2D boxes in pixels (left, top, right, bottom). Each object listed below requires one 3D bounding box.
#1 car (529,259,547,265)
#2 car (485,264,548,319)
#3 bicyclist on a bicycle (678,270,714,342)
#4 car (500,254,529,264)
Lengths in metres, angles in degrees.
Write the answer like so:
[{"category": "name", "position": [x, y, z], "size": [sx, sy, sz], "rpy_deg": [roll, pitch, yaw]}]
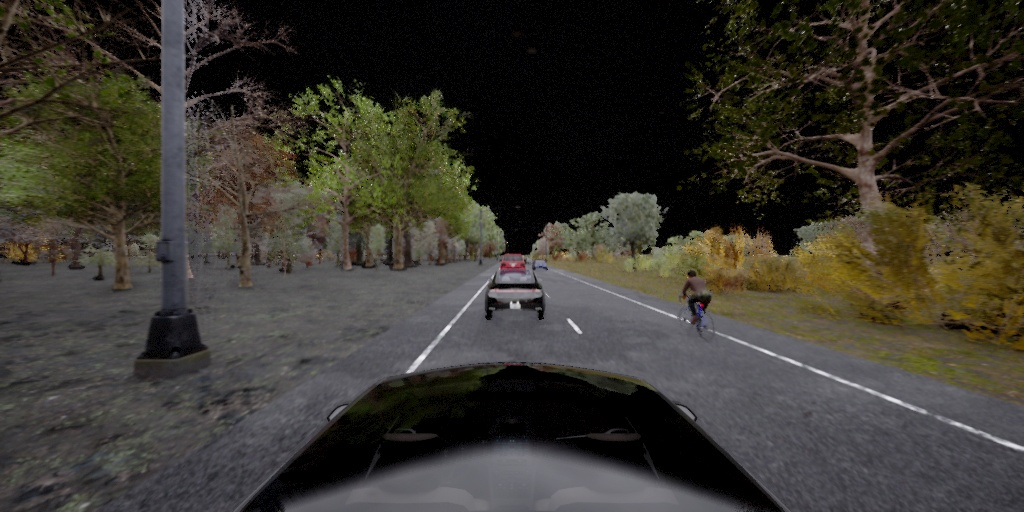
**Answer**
[{"category": "car", "position": [3.585, 1.130, 47.048], "size": [2.033, 1.411, 5.357], "rpy_deg": [0, 0, 0]}, {"category": "car", "position": [0.094, 1.201, 12.577], "size": [2.128, 1.511, 4.902], "rpy_deg": [0, 0, 0]}, {"category": "bicyclist on a bicycle", "position": [4.463, 1.176, 8.739], "size": [0.582, 1.620, 1.656], "rpy_deg": [0, 0, 0]}, {"category": "car", "position": [0.087, 0.859, 31.846], "size": [2.150, 2.045, 5.566], "rpy_deg": [0, 0, 0]}]
